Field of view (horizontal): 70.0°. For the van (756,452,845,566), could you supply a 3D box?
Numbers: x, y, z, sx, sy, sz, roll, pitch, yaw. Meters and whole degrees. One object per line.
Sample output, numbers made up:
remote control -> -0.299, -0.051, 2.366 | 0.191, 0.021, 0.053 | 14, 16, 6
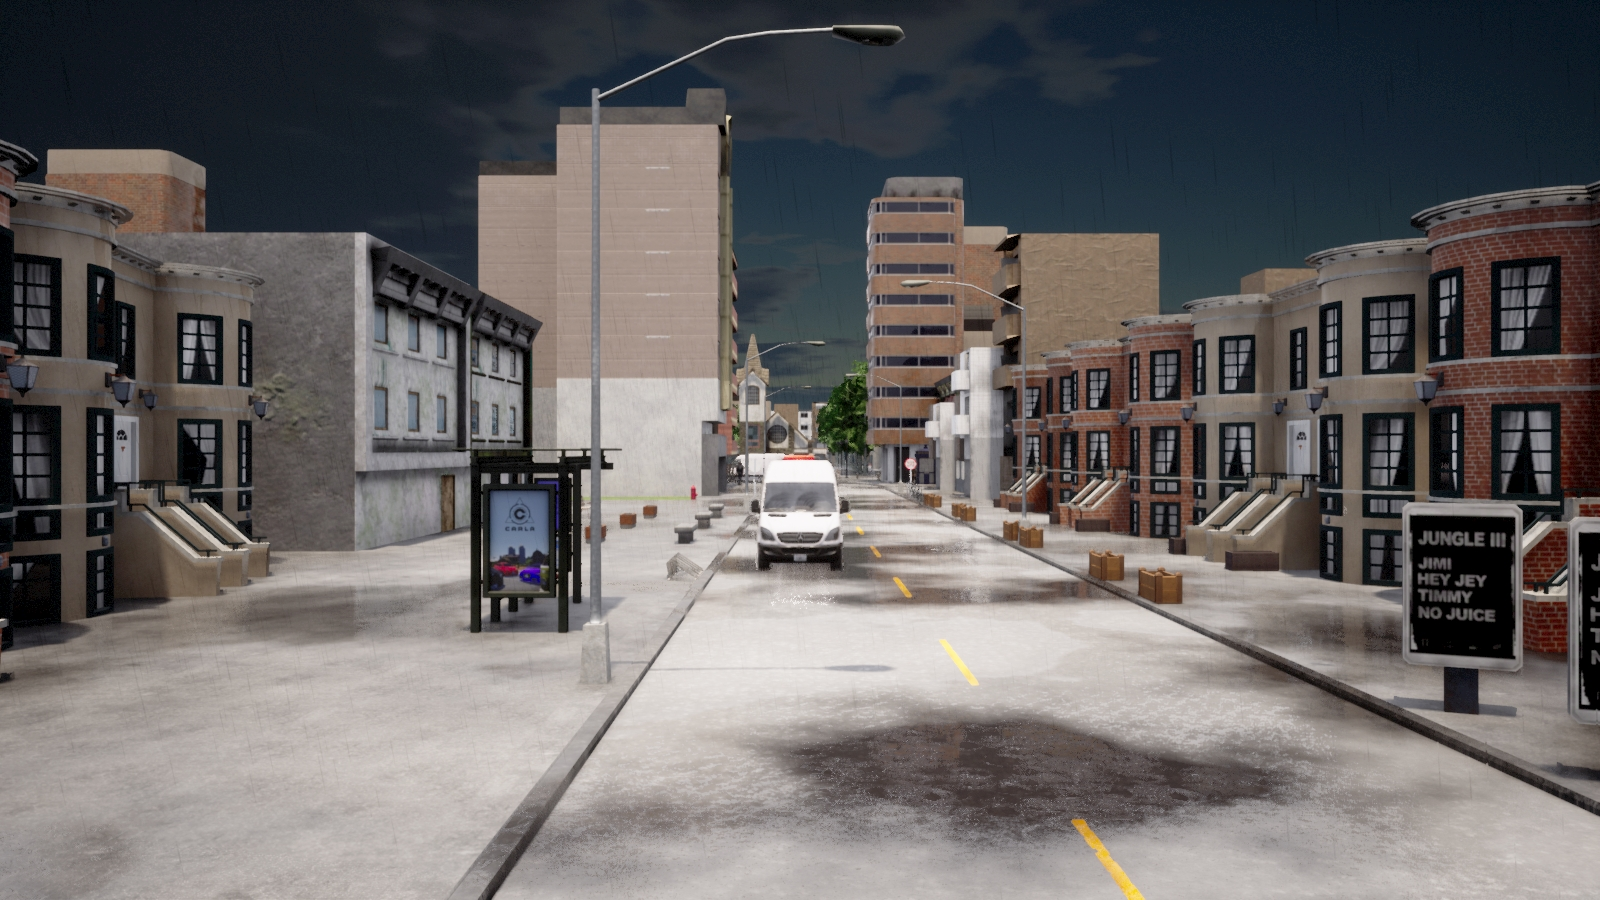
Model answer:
van -> 0.008, 1.326, 28.534 | 1.988, 2.561, 5.915 | 0, 0, 0
